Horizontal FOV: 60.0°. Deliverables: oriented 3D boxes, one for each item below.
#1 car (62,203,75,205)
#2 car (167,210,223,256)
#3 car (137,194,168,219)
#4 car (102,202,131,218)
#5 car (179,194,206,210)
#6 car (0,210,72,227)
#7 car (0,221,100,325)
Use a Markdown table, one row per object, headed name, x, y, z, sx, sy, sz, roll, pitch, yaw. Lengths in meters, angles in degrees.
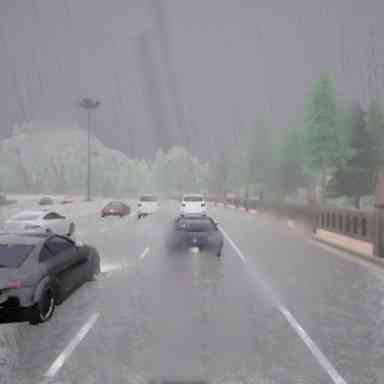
| name | x | y | z | sx | sy | sz | roll | pitch | yaw |
| --- | --- | --- | --- | --- | --- | --- | --- | --- | --- |
| car | -21.336 | 1.476 | 57.455 | 1.882 | 1.535 | 5.008 | 0 | 0 | -15 |
| car | 0.099 | 1.600 | 13.104 | 1.895 | 1.301 | 4.718 | 0 | 0 | 0 |
| car | -3.420 | 1.219 | 29.231 | 2.150 | 2.045 | 5.566 | 0 | 0 | -1 |
| car | -6.944 | 1.561 | 30.744 | 1.994 | 1.385 | 4.181 | 0 | 0 | -1 |
| car | 0.080 | 1.219 | 29.294 | 2.150 | 2.045 | 5.566 | 0 | 0 | -1 |
| car | -6.915 | 1.524 | 15.147 | 1.812 | 1.442 | 4.674 | 0 | 0 | 0 |
| car | -3.408 | 1.563 | 7.115 | 1.994 | 1.385 | 4.181 | 0 | 0 | 0 |
